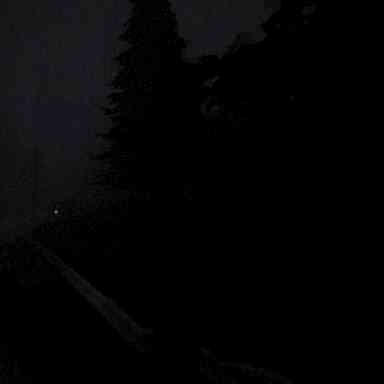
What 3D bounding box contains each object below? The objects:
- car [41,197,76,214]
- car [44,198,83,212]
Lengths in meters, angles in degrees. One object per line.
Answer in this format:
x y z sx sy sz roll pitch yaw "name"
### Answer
-14.223 1.421 35.742 1.994 1.385 4.181 -4 1 1 "car"
-10.826 1.270 28.767 1.837 1.490 4.892 -4 1 -1 "car"
